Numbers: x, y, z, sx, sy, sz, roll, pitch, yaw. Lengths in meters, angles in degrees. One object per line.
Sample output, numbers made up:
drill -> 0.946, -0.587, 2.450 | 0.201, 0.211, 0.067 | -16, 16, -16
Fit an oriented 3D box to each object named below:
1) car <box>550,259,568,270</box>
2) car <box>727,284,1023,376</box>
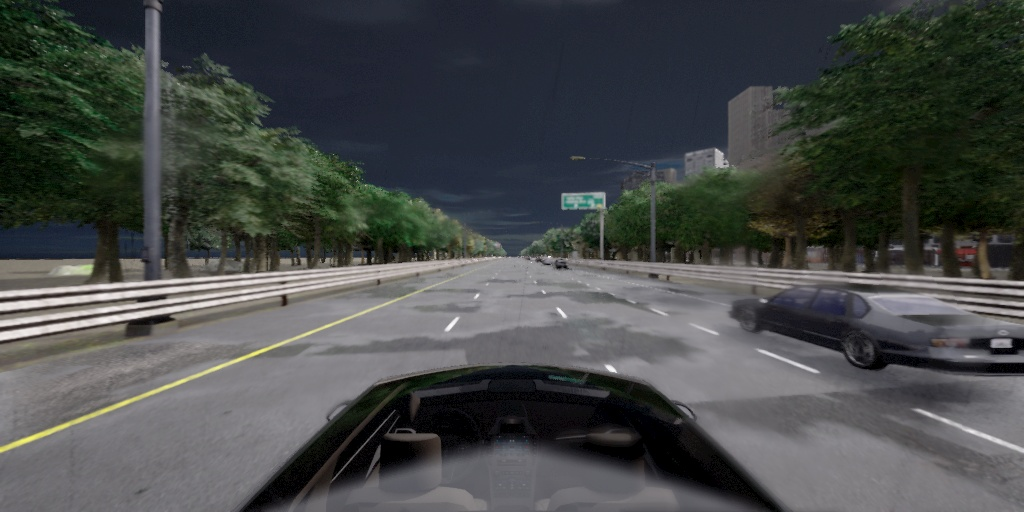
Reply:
car -> 7.111, 1.240, 52.660 | 1.837, 1.490, 4.892 | 0, 0, 0
car -> 6.999, 1.301, 7.642 | 2.033, 1.411, 5.357 | 0, 0, 0
